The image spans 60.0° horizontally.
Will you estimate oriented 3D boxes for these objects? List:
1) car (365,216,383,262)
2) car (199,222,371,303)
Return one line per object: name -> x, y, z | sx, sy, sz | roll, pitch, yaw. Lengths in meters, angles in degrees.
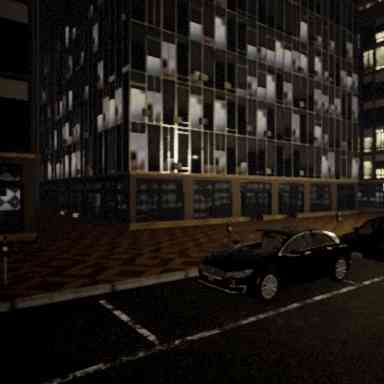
car -> 6.808, 1.537, 11.417 | 4.313, 1.339, 1.947 | 0, 0, -36
car -> 2.175, 1.536, 8.109 | 4.403, 1.369, 2.008 | 0, 0, -36
